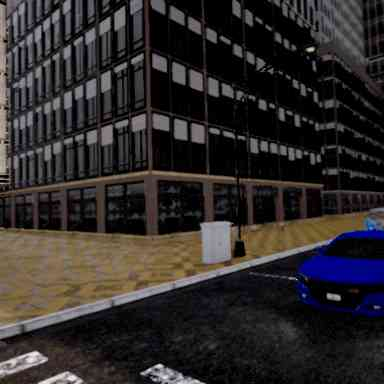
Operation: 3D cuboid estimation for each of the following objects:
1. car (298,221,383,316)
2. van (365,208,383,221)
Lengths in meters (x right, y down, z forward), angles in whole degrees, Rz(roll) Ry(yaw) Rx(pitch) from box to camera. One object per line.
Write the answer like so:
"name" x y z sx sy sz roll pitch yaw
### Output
"car" 4.297 1.705 8.042 1.882 1.535 5.008 -4 -3 42
"van" 11.895 1.850 20.255 1.690 1.788 3.998 -4 -3 42
